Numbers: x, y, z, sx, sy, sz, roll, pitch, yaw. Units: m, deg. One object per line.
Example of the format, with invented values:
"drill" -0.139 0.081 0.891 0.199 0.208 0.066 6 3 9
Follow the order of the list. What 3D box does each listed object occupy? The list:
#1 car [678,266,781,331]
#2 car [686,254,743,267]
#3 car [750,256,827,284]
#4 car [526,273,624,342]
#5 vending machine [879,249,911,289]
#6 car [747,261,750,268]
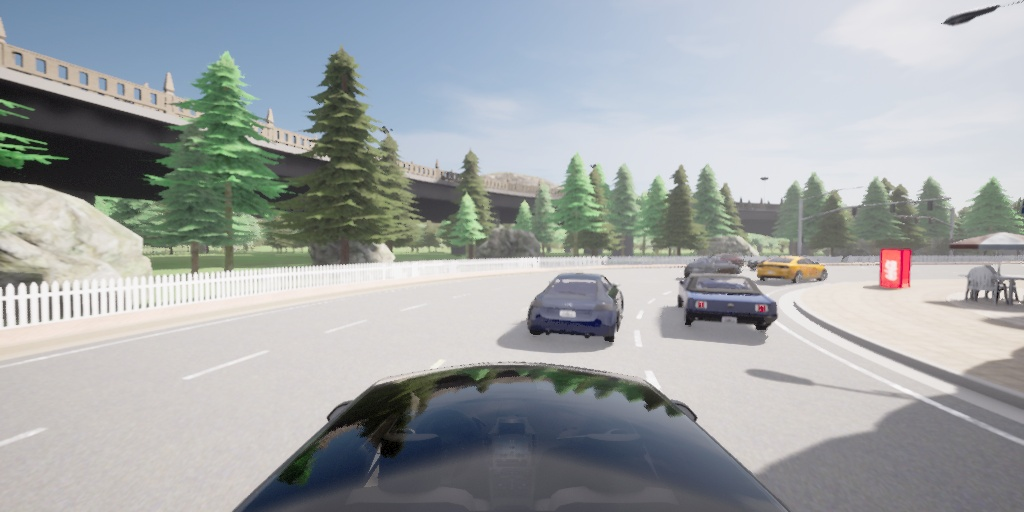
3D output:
"car" 5.883 1.150 10.357 1.895 1.301 4.718 1 2 22
"car" 13.204 0.797 23.561 4.181 1.385 1.994 -1 2 -33
"car" 17.038 0.782 21.777 5.008 1.535 1.882 0 1 -28
"car" 1.799 1.117 9.316 1.994 1.385 4.181 1 2 19
"vending machine" 18.703 0.626 17.542 0.880 2.100 1.100 0 0 -28
"car" 23.290 0.675 31.620 4.718 1.301 1.895 0 2 -16
